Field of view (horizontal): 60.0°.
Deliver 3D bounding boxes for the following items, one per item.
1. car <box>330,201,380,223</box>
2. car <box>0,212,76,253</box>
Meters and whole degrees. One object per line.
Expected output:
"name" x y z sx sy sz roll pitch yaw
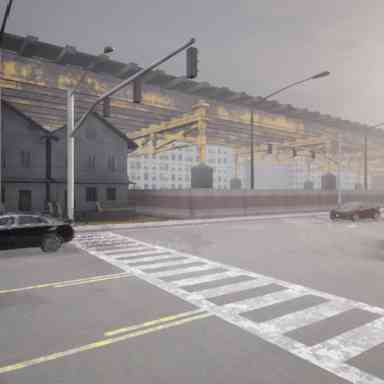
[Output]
"car" 12.747 1.477 25.954 5.008 1.535 1.882 0 0 -35
"car" -6.779 1.491 12.054 4.902 1.511 2.128 0 0 -35
